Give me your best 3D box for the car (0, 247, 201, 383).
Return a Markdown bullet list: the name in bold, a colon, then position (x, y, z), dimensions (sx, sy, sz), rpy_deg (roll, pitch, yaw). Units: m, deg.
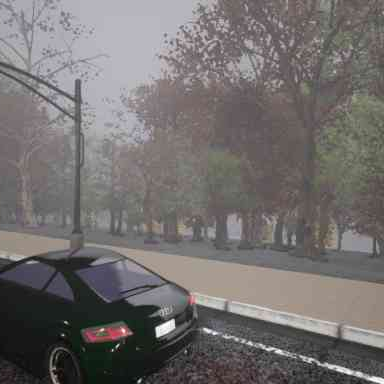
- **car**: position (-1.939, 1.563, 5.069), dimensions (4.181, 1.385, 1.994), rpy_deg (0, 0, 36)
